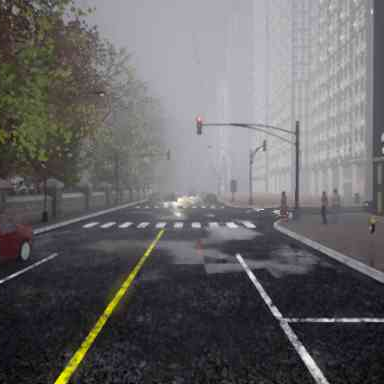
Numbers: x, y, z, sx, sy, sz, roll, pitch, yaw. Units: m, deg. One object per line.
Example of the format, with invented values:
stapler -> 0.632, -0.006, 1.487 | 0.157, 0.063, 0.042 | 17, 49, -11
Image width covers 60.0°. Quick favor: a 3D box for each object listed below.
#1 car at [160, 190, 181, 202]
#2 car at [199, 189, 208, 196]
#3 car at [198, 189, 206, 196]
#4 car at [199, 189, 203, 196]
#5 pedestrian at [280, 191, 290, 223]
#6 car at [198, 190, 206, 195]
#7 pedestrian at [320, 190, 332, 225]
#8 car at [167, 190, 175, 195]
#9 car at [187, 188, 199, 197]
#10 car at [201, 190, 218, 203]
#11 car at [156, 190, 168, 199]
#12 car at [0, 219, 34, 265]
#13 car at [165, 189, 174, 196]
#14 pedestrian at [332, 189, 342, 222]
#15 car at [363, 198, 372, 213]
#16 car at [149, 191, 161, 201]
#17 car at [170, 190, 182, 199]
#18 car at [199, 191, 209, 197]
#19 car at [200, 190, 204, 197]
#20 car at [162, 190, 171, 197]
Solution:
car -> -3.092, 0.799, 48.736 | 1.994, 1.385, 4.181 | 0, 1, 0
car -> 2.673, 0.207, 80.372 | 1.967, 1.590, 4.097 | 0, 1, 0
car -> 2.672, 0.125, 86.004 | 1.967, 1.590, 4.097 | 0, 1, 0
car -> 2.678, 0.664, 57.847 | 1.947, 1.339, 4.313 | 0, 1, 0
pedestrian -> 5.292, 0.832, 19.137 | 0.375, 1.860, 0.375 | 0, 1, 0
car -> 2.670, 0.155, 91.637 | 2.008, 1.369, 4.403 | 0, 1, 0
pedestrian -> 7.126, 0.816, 17.937 | 0.375, 1.860, 0.375 | 0, 1, 0
car -> -5.711, 0.149, 91.635 | 1.887, 1.381, 4.507 | 0, 1, 0
car -> -0.018, 0.398, 73.449 | 2.033, 1.411, 5.357 | 0, 1, 0
car -> 2.680, 0.835, 46.583 | 1.947, 1.339, 4.313 | 0, 1, 0
car -> -5.703, 0.454, 63.475 | 1.967, 1.590, 4.097 | 0, 1, 0
car -> -5.819, 1.403, 8.667 | 1.887, 1.381, 4.507 | 0, 1, 0
car -> -5.708, 0.125, 86.001 | 1.967, 1.590, 4.097 | 0, 1, 0
pedestrian -> 8.073, 0.734, 18.537 | 0.375, 1.860, 0.375 | 0, 1, 0
car -> 14.668, 0.892, 23.993 | 4.313, 1.339, 1.947 | -1, 2, 0
car -> -5.701, 0.765, 52.213 | 1.802, 1.307, 4.206 | 0, 1, 0
car -> -3.047, 0.494, 64.280 | 2.128, 1.511, 4.902 | 0, 1, 1
car -> 2.674, 0.393, 74.743 | 1.887, 1.381, 4.507 | 0, 1, 0
car -> 2.679, 0.749, 52.215 | 1.947, 1.339, 4.313 | 0, 1, 0
car -> -5.706, 0.376, 74.571 | 1.752, 1.417, 4.829 | 0, 1, 0
